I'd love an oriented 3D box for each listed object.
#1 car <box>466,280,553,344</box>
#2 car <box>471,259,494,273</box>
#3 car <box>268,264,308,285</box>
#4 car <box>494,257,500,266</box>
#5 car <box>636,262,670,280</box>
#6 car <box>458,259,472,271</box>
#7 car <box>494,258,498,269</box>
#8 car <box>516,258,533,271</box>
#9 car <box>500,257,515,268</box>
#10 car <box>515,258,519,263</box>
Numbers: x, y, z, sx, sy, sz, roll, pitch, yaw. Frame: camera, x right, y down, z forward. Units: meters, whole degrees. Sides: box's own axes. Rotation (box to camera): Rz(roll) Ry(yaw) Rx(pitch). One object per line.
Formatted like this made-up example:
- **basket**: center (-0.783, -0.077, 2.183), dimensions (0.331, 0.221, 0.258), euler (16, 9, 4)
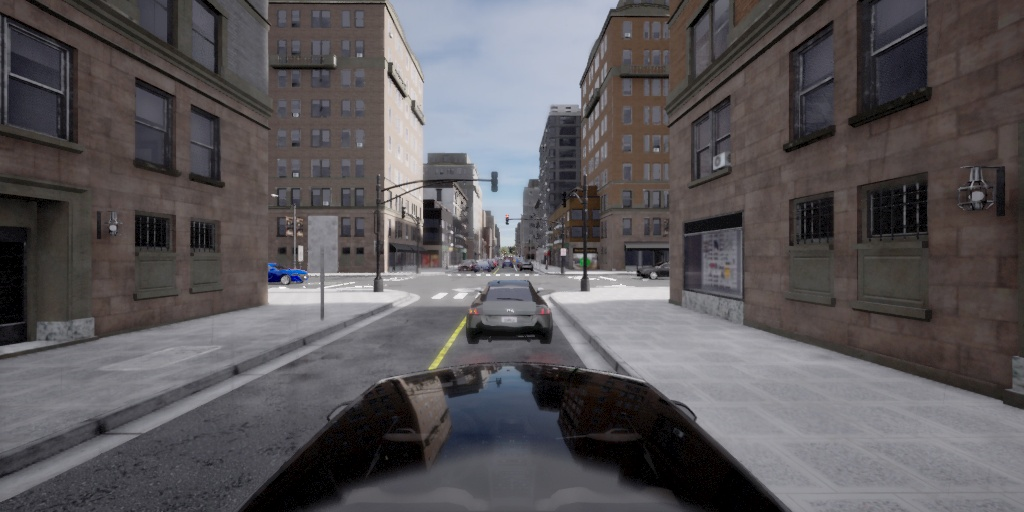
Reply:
- **car**: center (-0.067, 1.314, 9.578), dimensions (1.994, 1.385, 4.181), euler (0, 0, 0)
- **car**: center (-3.560, 1.309, 44.633), dimensions (1.812, 1.442, 4.674), euler (0, 0, 1)
- **car**: center (-17.573, 1.288, 26.167), dimensions (5.008, 1.535, 1.882), euler (0, 0, 1)
- **car**: center (-3.653, 1.296, 64.265), dimensions (1.882, 1.535, 5.008), euler (0, 0, 0)
- **car**: center (12.947, 1.200, 30.017), dimensions (4.892, 1.490, 1.837), euler (0, 0, -1)
- **car**: center (-6.108, 1.230, 48.587), dimensions (1.967, 1.591, 4.097), euler (0, 0, 0)
- **car**: center (-3.608, 1.347, 54.313), dimensions (2.033, 1.411, 5.357), euler (0, 0, 0)
- **car**: center (1.916, 1.356, 48.649), dimensions (1.948, 1.339, 4.313), euler (0, 0, 0)
- **car**: center (-0.766, 1.345, 64.922), dimensions (1.812, 1.442, 4.674), euler (0, 0, -1)
- **car**: center (1.830, 1.391, 59.671), dimensions (1.802, 1.307, 4.207), euler (0, 0, 0)
